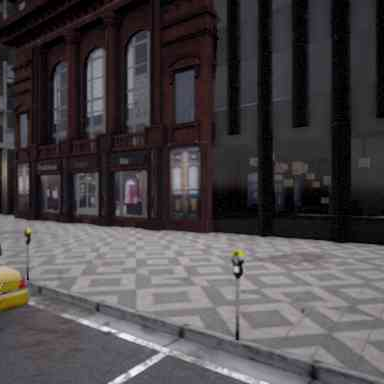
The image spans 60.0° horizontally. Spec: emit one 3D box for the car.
[{"bbox_3d":[-5.143,1.572,6.620,4.829,1.417,1.752,0,0,35],"label":"car"}]
